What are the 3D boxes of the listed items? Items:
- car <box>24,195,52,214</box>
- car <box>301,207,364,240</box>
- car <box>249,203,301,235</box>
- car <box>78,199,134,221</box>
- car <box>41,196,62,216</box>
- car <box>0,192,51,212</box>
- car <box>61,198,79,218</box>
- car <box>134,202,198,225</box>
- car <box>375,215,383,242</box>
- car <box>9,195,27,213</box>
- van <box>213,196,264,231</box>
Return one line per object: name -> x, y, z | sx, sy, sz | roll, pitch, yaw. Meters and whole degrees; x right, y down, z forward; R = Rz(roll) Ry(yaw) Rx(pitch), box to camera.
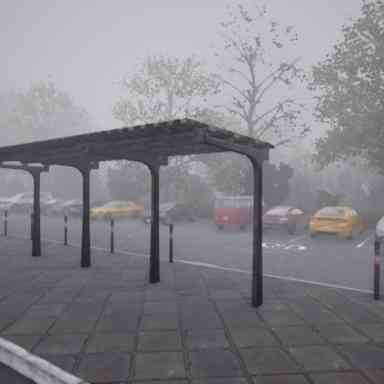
car -> -12.762, 1.349, 31.750 | 2.097, 1.535, 5.008 | 0, 0, 35
car -> 7.603, 1.498, 17.284 | 2.097, 1.535, 5.008 | 0, 0, 35
car -> 5.339, 1.521, 18.893 | 2.002, 1.452, 4.674 | 0, 0, 35
car -> -6.083, 1.395, 26.776 | 1.946, 1.575, 5.366 | 0, 0, 35
car -> -10.498, 1.367, 30.145 | 2.231, 1.521, 4.892 | 0, 0, 35
car -> -17.308, 1.065, 34.935 | 2.435, 2.045, 5.566 | 0, 0, 35
car -> -8.222, 1.412, 28.557 | 2.163, 1.488, 4.792 | 0, 0, 35
car -> -1.465, 1.461, 23.690 | 2.163, 1.488, 4.792 | 0, 0, 35
car -> 9.868, 1.555, 15.680 | 2.002, 1.452, 4.674 | 0, 0, 35
car -> -15.026, 1.332, 33.357 | 2.097, 1.535, 5.008 | 0, 0, 35
van -> 3.147, 1.239, 20.596 | 1.878, 1.987, 4.442 | 0, 0, 35
